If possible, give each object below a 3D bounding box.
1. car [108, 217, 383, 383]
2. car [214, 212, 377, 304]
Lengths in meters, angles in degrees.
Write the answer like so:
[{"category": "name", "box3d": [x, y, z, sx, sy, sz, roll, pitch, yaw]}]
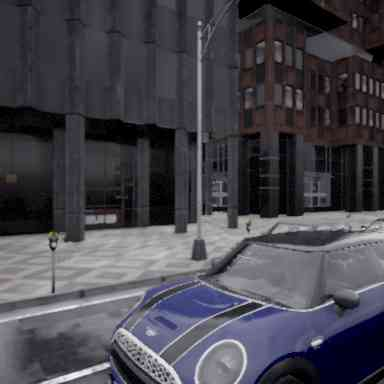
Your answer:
[{"category": "car", "box3d": [1.290, 1.353, 4.299, 4.553, 1.767, 2.097, 0, 0, -36]}, {"category": "car", "box3d": [2.774, 1.443, 8.626, 4.097, 1.590, 1.967, 0, 0, -36]}]
